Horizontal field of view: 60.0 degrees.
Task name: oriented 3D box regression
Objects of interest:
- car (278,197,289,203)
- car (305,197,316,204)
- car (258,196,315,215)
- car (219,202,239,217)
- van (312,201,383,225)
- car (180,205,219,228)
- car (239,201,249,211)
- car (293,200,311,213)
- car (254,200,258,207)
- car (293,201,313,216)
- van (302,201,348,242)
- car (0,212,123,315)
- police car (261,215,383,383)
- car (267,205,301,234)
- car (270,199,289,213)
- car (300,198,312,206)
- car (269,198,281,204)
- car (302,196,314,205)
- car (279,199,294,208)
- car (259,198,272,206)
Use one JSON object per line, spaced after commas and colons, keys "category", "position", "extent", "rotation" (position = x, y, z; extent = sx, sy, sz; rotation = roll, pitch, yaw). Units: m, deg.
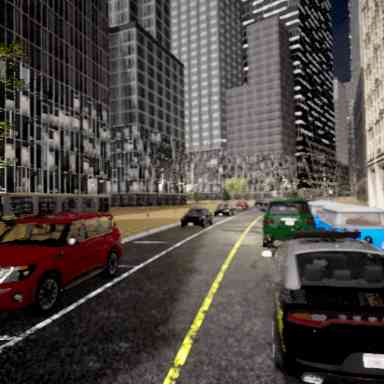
{"category": "car", "position": [24.167, 2.086, 87.431], "extent": [2.008, 1.369, 4.403], "rotation": [-1, 0, 27]}
{"category": "car", "position": [25.653, 1.805, 72.059], "extent": [1.887, 1.381, 4.507], "rotation": [-1, 0, 25]}
{"category": "car", "position": [4.353, 1.306, 15.375], "extent": [2.150, 2.045, 5.566], "rotation": [-2, -1, 13]}
{"category": "car", "position": [3.545, 1.927, 36.030], "extent": [1.947, 1.339, 4.313], "rotation": [0, 0, 17]}
{"category": "van", "position": [5.451, 1.351, 11.593], "extent": [1.690, 1.788, 3.998], "rotation": [0, 0, 13]}
{"category": "car", "position": [0.457, 1.865, 25.055], "extent": [1.947, 1.339, 4.313], "rotation": [0, 0, 15]}
{"category": "car", "position": [7.016, 1.995, 46.832], "extent": [1.802, 1.307, 4.206], "rotation": [-1, 0, 19]}
{"category": "car", "position": [13.173, 1.727, 39.962], "extent": [1.947, 1.339, 4.313], "rotation": [-1, 0, 18]}
{"category": "car", "position": [12.882, 2.041, 62.612], "extent": [1.947, 1.339, 4.313], "rotation": [-1, 0, 22]}
{"category": "car", "position": [11.469, 1.663, 34.547], "extent": [1.752, 1.417, 4.829], "rotation": [-1, 0, 17]}
{"category": "van", "position": [6.771, 1.387, 17.305], "extent": [1.690, 1.788, 3.998], "rotation": [0, 0, 14]}
{"category": "car", "position": [-3.435, 1.500, 8.322], "extent": [2.192, 1.841, 5.009], "rotation": [0, 0, 11]}
{"category": "police car", "position": [2.281, 1.442, 5.743], "extent": [1.930, 1.638, 5.238], "rotation": [-2, -1, 11]}
{"category": "car", "position": [5.759, 1.644, 21.130], "extent": [1.812, 1.442, 4.674], "rotation": [-2, -1, 14]}
{"category": "car", "position": [11.174, 1.723, 42.431], "extent": [1.882, 1.535, 5.008], "rotation": [-2, -1, 19]}
{"category": "car", "position": [21.149, 1.803, 61.663], "extent": [1.947, 1.339, 4.313], "rotation": [-1, 0, 22]}
{"category": "car", "position": [19.431, 2.068, 77.706], "extent": [2.008, 1.369, 4.403], "rotation": [-1, 0, 25]}
{"category": "car", "position": [23.361, 1.691, 66.903], "extent": [1.967, 1.590, 4.097], "rotation": [-1, 0, 24]}
{"category": "car", "position": [15.734, 1.899, 55.449], "extent": [1.895, 1.301, 4.718], "rotation": [-2, -1, 22]}
{"category": "car", "position": [14.917, 2.017, 67.537], "extent": [1.752, 1.417, 4.829], "rotation": [-1, 0, 23]}
